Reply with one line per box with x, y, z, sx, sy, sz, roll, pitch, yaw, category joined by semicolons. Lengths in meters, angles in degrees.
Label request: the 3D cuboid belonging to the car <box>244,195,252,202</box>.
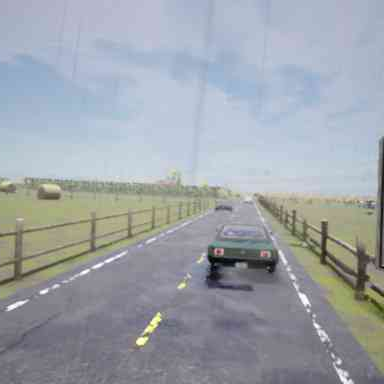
14.390;1.651;85.222;1.882;1.535;5.008;2;0;10;car

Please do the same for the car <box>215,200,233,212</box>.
3.923;1.625;40.325;1.994;1.385;4.181;2;0;10;car

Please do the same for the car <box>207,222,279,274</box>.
1.677;1.637;10.879;1.895;1.301;4.718;2;0;10;car

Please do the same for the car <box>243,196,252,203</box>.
12.660;1.810;75.111;1.812;1.442;4.674;2;0;10;car
